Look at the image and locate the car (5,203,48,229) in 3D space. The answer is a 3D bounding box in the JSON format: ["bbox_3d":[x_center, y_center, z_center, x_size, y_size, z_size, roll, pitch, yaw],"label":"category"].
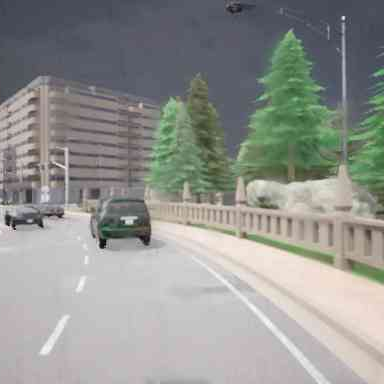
[{"bbox_3d":[-11.462,1.659,22.651,1.812,1.442,4.674,0,0,-36],"label":"car"}]

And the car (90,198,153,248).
[{"bbox_3d":[-3.428,1.276,15.520,2.150,2.045,5.566,0,0,-21],"label":"car"}]

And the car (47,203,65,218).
[{"bbox_3d":[-13.464,1.711,30.690,2.033,1.411,5.357,0,0,-41],"label":"car"}]
